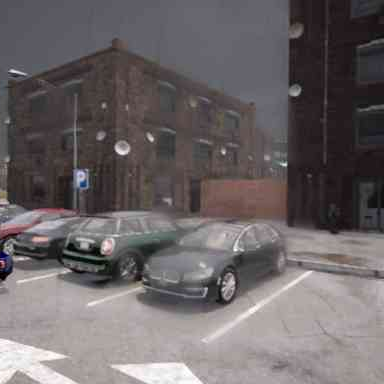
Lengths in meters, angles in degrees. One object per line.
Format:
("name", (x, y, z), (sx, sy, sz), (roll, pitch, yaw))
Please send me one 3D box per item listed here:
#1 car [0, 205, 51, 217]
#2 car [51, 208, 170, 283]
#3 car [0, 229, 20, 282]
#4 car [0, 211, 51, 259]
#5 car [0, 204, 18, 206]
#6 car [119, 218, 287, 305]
("car", (-5.887, 1.437, 13.158), (2.097, 1.535, 5.008), (0, 0, 35))
("car", (-1.418, 1.336, 9.927), (2.185, 1.767, 4.553), (0, 0, 35))
("car", (-6.349, 1.532, 7.917), (4.718, 1.301, 1.895), (2, 1, 34))
("car", (-3.647, 1.489, 11.552), (2.002, 1.452, 4.674), (0, 0, 35))
("car", (-8.156, 1.294, 14.732), (2.185, 1.767, 4.553), (0, 0, 35))
("car", (0.852, 1.473, 8.354), (2.231, 1.521, 4.892), (0, 0, 35))
